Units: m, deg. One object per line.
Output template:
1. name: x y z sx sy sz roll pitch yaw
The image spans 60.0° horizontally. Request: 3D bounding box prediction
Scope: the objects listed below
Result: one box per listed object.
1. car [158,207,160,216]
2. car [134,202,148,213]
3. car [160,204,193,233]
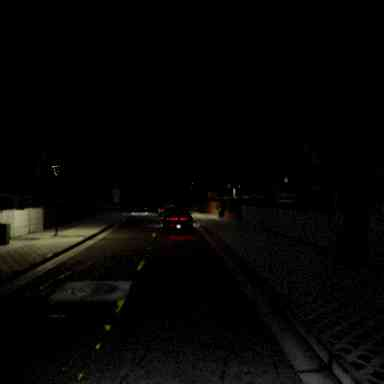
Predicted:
1. car: -2.759 1.994 36.802 2.033 1.411 5.357 0 -1 -8
2. car: -7.309 2.145 46.831 2.033 1.411 5.357 0 -1 -11
3. car: -0.984 1.760 21.667 1.837 1.490 4.892 0 0 -5
